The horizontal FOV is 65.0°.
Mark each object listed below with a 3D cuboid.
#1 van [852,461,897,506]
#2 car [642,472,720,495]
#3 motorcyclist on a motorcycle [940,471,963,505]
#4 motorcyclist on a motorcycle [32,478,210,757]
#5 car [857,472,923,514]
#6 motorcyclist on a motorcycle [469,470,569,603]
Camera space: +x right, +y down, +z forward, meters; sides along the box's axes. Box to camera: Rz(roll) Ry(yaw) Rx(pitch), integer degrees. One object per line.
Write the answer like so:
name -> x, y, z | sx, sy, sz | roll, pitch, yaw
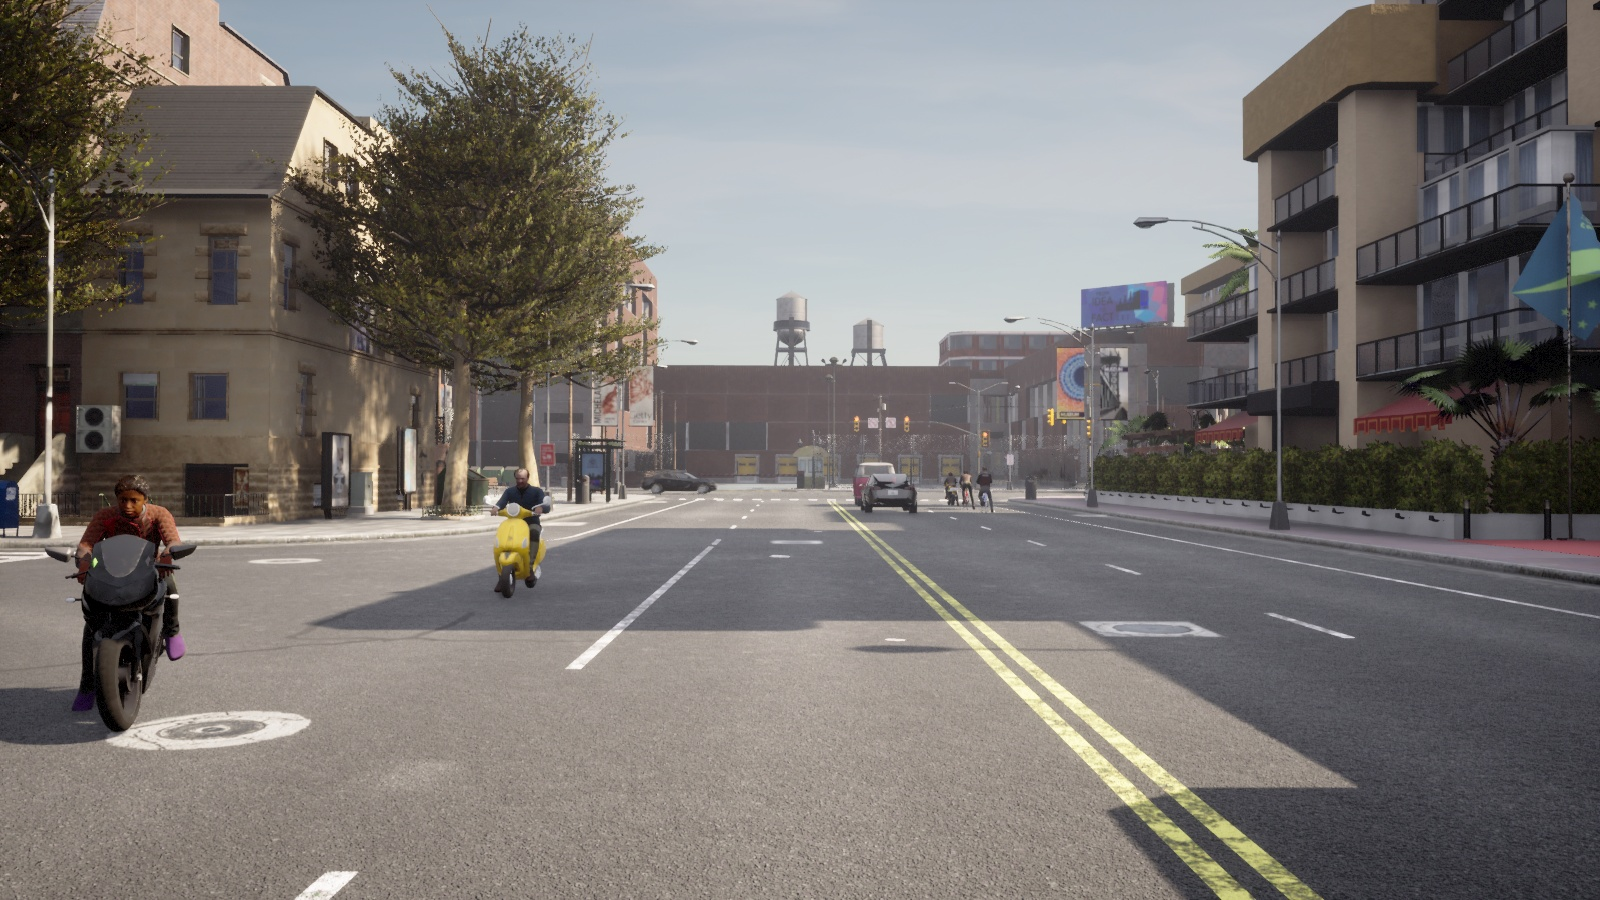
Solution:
van -> 3.369, 1.512, 57.213 | 1.775, 1.987, 4.442 | 0, -1, 0
car -> -7.892, 2.221, 83.376 | 5.008, 1.535, 1.882 | 0, -1, 0
motorcyclist on a motorcycle -> 6.873, 1.725, 57.068 | 0.797, 1.523, 2.044 | 0, -1, 0
motorcyclist on a motorcycle -> -4.264, 0.948, 8.029 | 0.797, 1.523, 2.044 | 0, -1, -23
car -> 3.391, 1.608, 48.182 | 2.163, 1.488, 4.792 | 0, -1, 0
motorcyclist on a motorcycle -> -3.536, 1.050, 15.958 | 0.866, 1.590, 1.817 | 0, -1, 0
